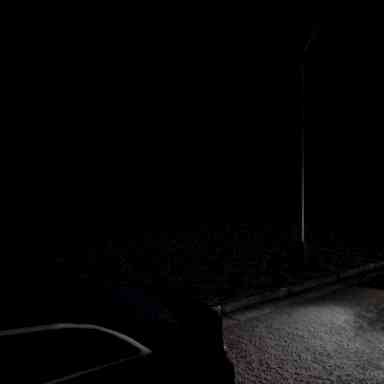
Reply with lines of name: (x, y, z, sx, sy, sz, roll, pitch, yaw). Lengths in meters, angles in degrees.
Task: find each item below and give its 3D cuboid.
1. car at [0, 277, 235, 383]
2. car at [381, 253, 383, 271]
car: (-1.930, 1.492, 2.215, 4.902, 1.511, 2.128, 0, 0, -33)
car: (6.744, 1.601, 8.460, 4.718, 1.301, 1.895, 0, 0, -37)
